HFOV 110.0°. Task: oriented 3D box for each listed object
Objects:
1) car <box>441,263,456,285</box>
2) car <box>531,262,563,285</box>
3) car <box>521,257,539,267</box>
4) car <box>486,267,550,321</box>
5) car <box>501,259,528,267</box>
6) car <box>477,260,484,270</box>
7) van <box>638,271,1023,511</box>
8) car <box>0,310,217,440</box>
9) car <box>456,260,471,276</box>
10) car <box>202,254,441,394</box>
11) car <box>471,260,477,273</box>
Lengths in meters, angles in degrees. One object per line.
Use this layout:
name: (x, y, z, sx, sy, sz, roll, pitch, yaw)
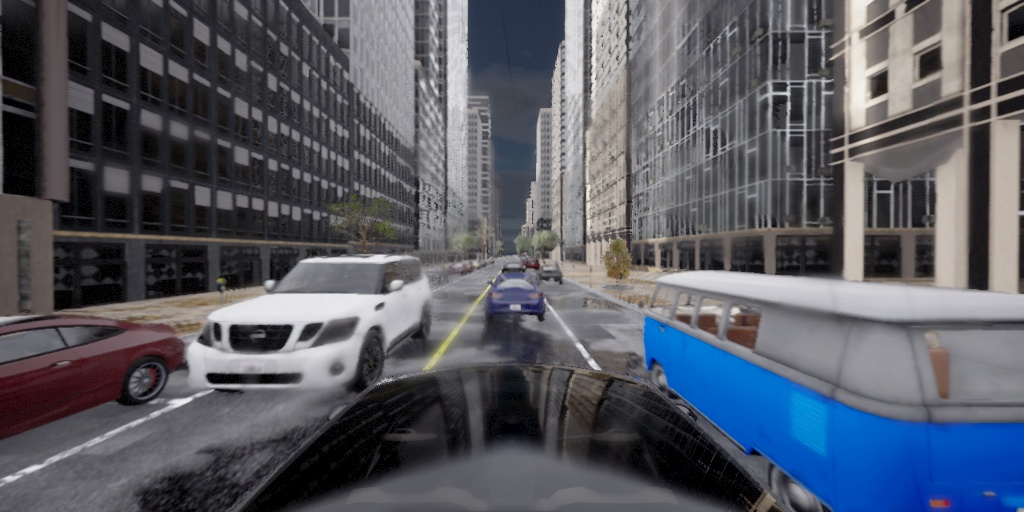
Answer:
car: (-5.686, 1.328, 26.394, 2.007, 1.370, 4.403, 0, 0, 0)
car: (2.695, 1.329, 26.392, 2.007, 1.370, 4.403, 0, 0, 0)
car: (2.700, 1.118, 49.127, 2.192, 1.841, 5.009, 0, 0, 0)
car: (0.103, 1.288, 12.425, 1.812, 1.442, 4.674, 0, 0, 0)
car: (0.109, 1.259, 29.543, 1.882, 1.535, 5.008, 0, 0, 0)
car: (-5.679, 1.333, 54.643, 1.751, 1.417, 4.829, 0, 0, 0)
van: (2.689, 1.093, 3.658, 1.690, 1.789, 3.998, 0, 0, 0)
car: (-5.692, 1.334, 3.660, 1.802, 1.307, 4.207, 0, 0, 0)
car: (-5.684, 1.372, 37.761, 1.802, 1.307, 4.207, 0, 0, 0)
car: (-3.096, 0.977, 7.044, 2.150, 2.045, 5.566, 0, 0, 0)
car: (-5.682, 1.236, 43.445, 1.967, 1.591, 4.097, 0, 0, 0)
